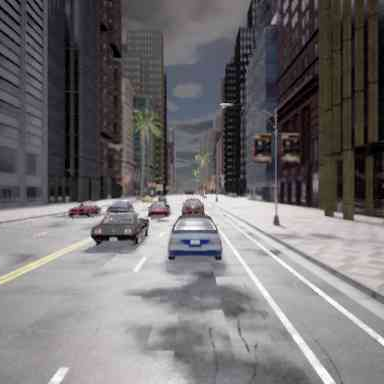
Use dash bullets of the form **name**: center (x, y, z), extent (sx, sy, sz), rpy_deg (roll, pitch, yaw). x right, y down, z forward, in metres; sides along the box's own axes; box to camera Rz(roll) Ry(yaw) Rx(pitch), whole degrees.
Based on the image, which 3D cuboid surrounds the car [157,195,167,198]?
- **car**: center (-6.477, 1.540, 72.699), extent (1.837, 1.490, 4.892), rpy_deg (0, 0, 0)

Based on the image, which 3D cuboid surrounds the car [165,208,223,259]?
- **car**: center (0.100, 1.563, 12.544), extent (2.033, 1.411, 5.357), rpy_deg (0, 0, 0)

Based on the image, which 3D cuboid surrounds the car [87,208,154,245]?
- **car**: center (-3.147, 1.620, 15.583), extent (1.895, 1.301, 4.718), rpy_deg (0, 0, 0)

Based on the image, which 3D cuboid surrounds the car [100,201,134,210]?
- **car**: center (-6.590, 1.585, 31.084), extent (2.033, 1.411, 5.357), rpy_deg (0, 0, 0)

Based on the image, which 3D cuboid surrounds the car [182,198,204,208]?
- **car**: center (0.108, 1.391, 32.141), extent (2.097, 1.767, 4.553), rpy_deg (0, 0, 0)

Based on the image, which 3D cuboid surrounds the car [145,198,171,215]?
- **car**: center (-3.142, 1.604, 32.909), extent (1.994, 1.385, 4.181), rpy_deg (0, 0, 0)

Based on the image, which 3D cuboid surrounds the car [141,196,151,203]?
- **car**: center (-9.728, 1.527, 71.309), extent (1.882, 1.535, 5.008), rpy_deg (0, 0, 0)

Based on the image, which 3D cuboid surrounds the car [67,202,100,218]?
- **car**: center (-9.839, 1.639, 30.800), extent (1.895, 1.301, 4.718), rpy_deg (0, 0, 0)
